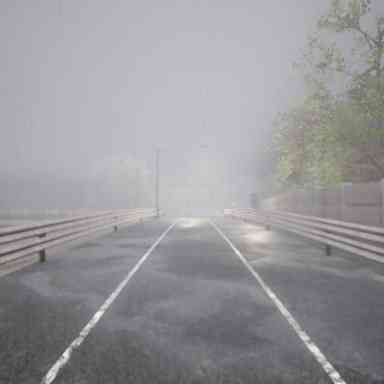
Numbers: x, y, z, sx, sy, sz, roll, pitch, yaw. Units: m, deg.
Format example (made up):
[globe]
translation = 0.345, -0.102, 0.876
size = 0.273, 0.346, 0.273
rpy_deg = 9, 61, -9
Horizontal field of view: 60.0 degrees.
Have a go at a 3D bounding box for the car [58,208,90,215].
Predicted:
[car]
translation = -17.359, 3.119, 49.738
size = 5.008, 1.535, 1.882
rpy_deg = 3, -4, -41
